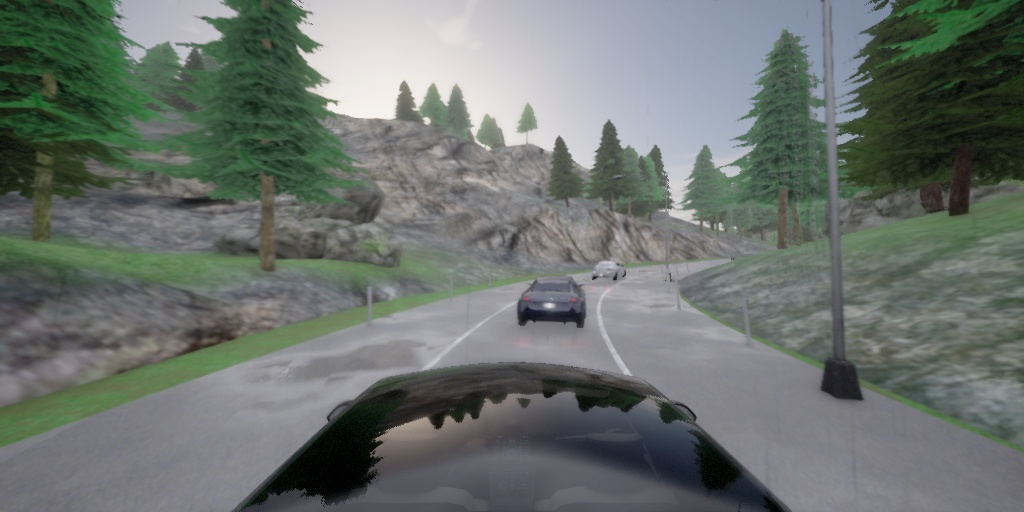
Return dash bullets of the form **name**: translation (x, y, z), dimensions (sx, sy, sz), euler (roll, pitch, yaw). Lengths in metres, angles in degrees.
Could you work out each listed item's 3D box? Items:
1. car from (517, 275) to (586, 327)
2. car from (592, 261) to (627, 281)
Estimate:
- **car**: translation (1.414, 1.322, 11.763), dimensions (1.994, 1.385, 4.181), euler (0, 0, 11)
- **car**: translation (7.618, 1.090, 28.050), dimensions (1.812, 1.442, 4.674), euler (-1, 1, 30)
